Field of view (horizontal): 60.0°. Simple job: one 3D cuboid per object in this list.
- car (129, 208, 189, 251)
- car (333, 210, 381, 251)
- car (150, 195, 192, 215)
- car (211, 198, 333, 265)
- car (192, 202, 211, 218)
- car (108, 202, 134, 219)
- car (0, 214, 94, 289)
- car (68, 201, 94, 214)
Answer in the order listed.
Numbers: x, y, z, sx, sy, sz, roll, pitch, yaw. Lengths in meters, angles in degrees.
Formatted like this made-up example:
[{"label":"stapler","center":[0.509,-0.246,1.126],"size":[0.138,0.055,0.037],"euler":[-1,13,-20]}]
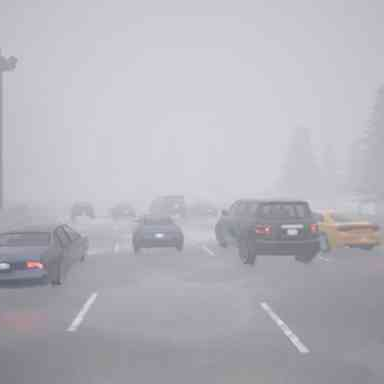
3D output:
[{"label":"car","center":[-1.579,1.595,14.352],"size":[1.994,1.385,4.181],"euler":[0,0,-10]},{"label":"car","center":[5.585,1.474,13.965],"size":[1.882,1.535,5.008],"euler":[0,0,-9]},{"label":"car","center":[-2.192,1.280,29.487],"size":[2.150,2.045,5.566],"euler":[0,0,-20]},{"label":"car","center":[2.420,1.229,11.987],"size":[2.150,2.045,5.566],"euler":[0,0,-9]},{"label":"car","center":[0.835,1.611,31.182],"size":[1.994,1.385,4.181],"euler":[0,0,-20]},{"label":"car","center":[-6.512,1.646,30.758],"size":[1.994,1.385,4.181],"euler":[0,0,-22]},{"label":"car","center":[-4.225,1.583,9.335],"size":[2.033,1.411,5.357],"euler":[0,0,-8]},{"label":"car","center":[-9.968,1.602,30.039],"size":[1.837,1.490,4.892],"euler":[0,0,-23]}]
